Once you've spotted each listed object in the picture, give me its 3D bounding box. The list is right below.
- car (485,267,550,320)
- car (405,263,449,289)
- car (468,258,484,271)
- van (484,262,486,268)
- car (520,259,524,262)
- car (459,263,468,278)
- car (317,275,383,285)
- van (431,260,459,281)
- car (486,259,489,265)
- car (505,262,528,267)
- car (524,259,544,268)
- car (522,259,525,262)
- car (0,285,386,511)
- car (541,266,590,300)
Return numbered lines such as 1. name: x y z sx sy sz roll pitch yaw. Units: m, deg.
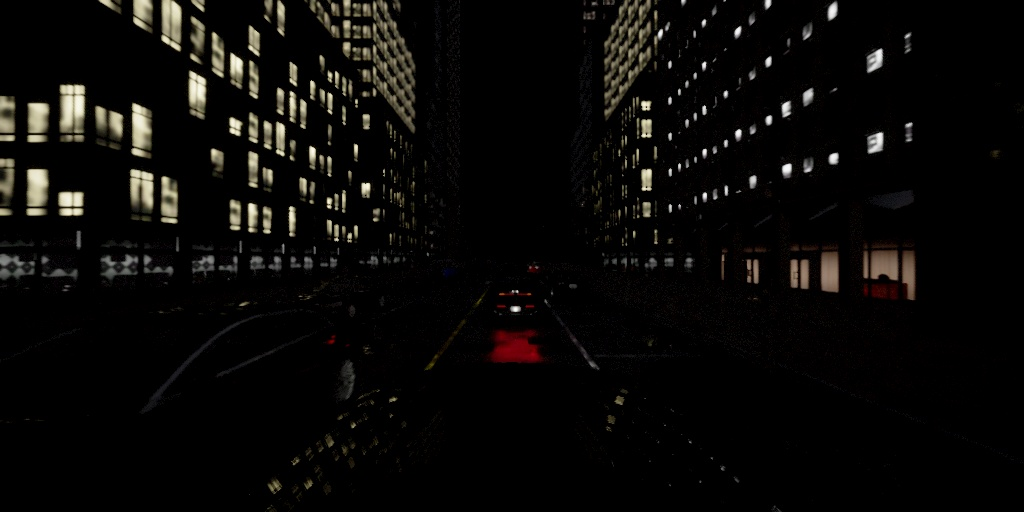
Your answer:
1. car: 0.107 1.296 12.855 1.837 1.490 4.892 0 0 0
2. car: -5.679 1.375 23.608 1.888 1.381 4.507 0 0 0
3. car: -5.664 1.365 52.069 1.967 1.591 4.097 0 0 0
4. van: -5.661 1.283 57.762 1.690 1.789 3.998 0 0 0
5. car: 2.720 1.468 57.912 1.751 1.417 4.829 0 0 0
6. car: -5.673 1.451 34.993 1.802 1.307 4.207 0 0 0
7. car: -5.685 1.340 12.224 2.007 1.370 4.403 0 0 0
8. van: -5.676 1.191 29.301 1.690 1.789 3.998 0 0 0
9. car: -5.658 1.526 63.454 1.948 1.339 4.313 0 0 0
10. car: 0.115 1.454 30.366 1.895 1.301 4.718 0 0 0
11. car: 2.711 1.328 40.666 1.967 1.591 4.097 0 0 0
12. car: 2.717 1.506 52.050 1.802 1.307 4.207 0 0 0
13. car: -3.096 1.248 3.280 2.128 1.511 4.902 0 0 0
14. car: 2.699 1.375 17.899 1.948 1.339 4.313 0 0 0
